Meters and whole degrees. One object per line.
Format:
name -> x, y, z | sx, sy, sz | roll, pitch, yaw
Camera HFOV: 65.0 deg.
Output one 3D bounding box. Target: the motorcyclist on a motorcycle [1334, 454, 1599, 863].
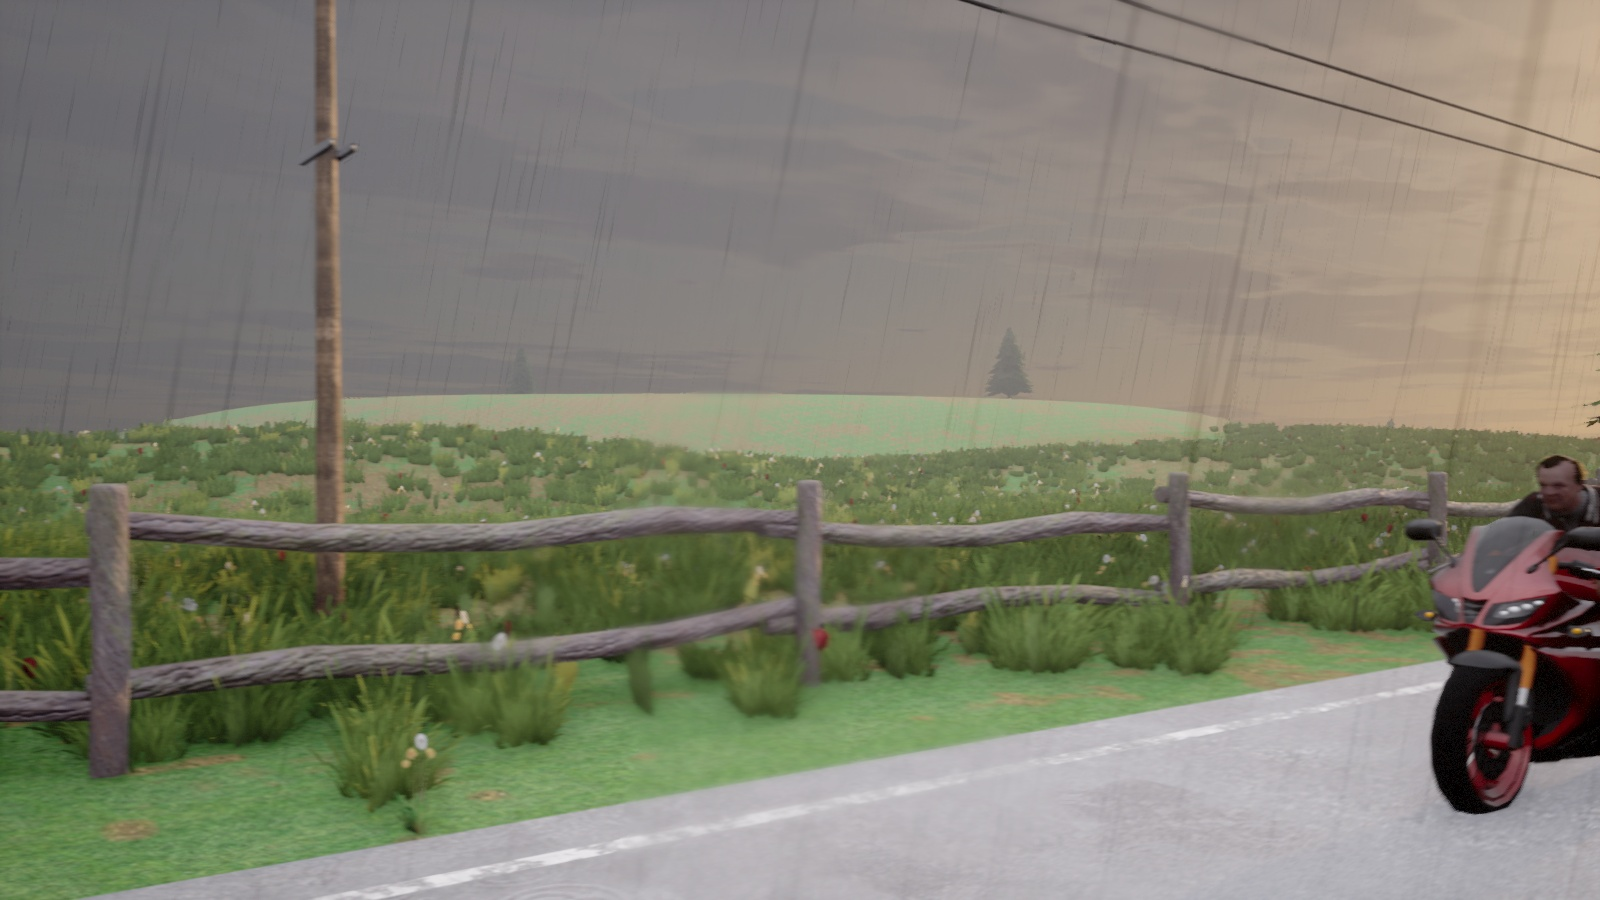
motorcyclist on a motorcycle -> 3.459, 0.786, 5.701 | 2.191, 1.530, 0.866 | 0, 0, -35
